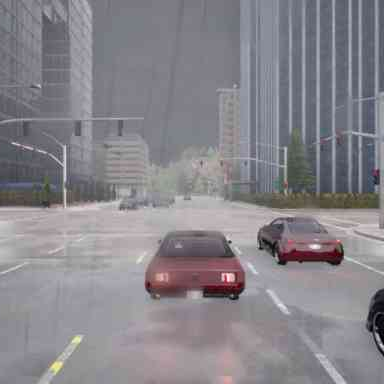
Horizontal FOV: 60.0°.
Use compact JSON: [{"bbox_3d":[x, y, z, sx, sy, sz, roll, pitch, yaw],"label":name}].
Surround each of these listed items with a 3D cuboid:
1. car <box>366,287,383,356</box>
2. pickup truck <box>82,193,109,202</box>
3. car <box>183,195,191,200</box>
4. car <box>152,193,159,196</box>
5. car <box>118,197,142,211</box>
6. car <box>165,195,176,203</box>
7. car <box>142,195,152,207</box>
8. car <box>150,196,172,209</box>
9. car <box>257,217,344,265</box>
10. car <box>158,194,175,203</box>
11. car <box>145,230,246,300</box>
[{"bbox_3d":[3.609,1.564,3.275,1.994,1.385,4.181,0,0,-1],"label":"car"},{"bbox_3d":[-21.167,1.058,73.386,2.390,2.098,6.274,0,0,30],"label":"pickup truck"},{"bbox_3d":[-1.259,1.552,88.602,1.994,1.385,4.181,0,0,-1],"label":"car"},{"bbox_3d":[-7.965,1.492,64.872,2.128,1.511,4.902,0,0,0],"label":"car"},{"bbox_3d":[-7.630,1.505,40.341,1.837,1.490,4.892,0,0,-1],"label":"car"},{"bbox_3d":[-4.485,1.506,69.200,2.128,1.511,4.902,0,0,-1],"label":"car"},{"bbox_3d":[-7.833,1.505,52.183,1.837,1.490,4.892,0,0,-1],"label":"car"},{"bbox_3d":[-4.230,1.563,45.646,1.994,1.385,4.181,0,0,-1],"label":"car"},{"bbox_3d":[3.581,1.564,11.686,1.994,1.385,4.181,0,0,0],"label":"car"},{"bbox_3d":[-4.398,1.503,57.774,1.837,1.490,4.892,0,0,-1],"label":"car"},{"bbox_3d":[0.074,1.601,8.329,1.895,1.301,4.718,0,0,0],"label":"car"}]
